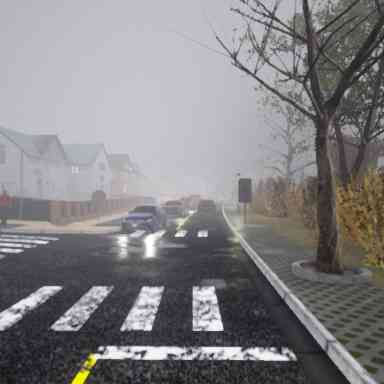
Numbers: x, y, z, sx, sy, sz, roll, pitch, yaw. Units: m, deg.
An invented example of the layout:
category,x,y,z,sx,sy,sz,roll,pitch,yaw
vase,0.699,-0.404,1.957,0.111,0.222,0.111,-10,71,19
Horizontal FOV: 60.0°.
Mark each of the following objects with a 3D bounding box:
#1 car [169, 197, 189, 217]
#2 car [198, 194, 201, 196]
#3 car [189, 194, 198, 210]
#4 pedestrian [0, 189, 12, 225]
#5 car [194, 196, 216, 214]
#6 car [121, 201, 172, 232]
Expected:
category,x,y,z,sx,sy,sz,roll,pitch,yaw
car,-1.679,1.498,31.325,1.882,1.535,5.008,0,0,4
car,0.401,1.365,54.151,2.150,2.045,5.566,0,0,7
car,-0.721,1.428,43.345,2.097,1.767,4.553,0,0,5
pedestrian,-9.529,0.759,16.922,0.375,1.860,0.375,0,-3,0
car,1.632,1.517,36.466,1.882,1.535,5.008,0,0,4
car,-2.741,1.523,20.091,1.812,1.442,4.674,0,0,8
